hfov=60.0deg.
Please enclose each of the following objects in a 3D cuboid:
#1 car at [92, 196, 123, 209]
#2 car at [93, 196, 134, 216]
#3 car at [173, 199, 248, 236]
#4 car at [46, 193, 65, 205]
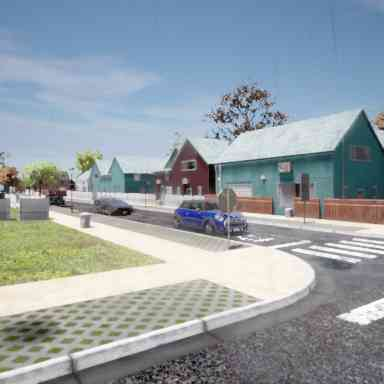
[{"bbox_3d":[-9.679,1.145,37.837,1.895,1.301,4.718,-1,1,-35],"label":"car"},{"bbox_3d":[-6.945,1.236,28.922,2.033,1.411,5.357,-1,1,-35],"label":"car"},{"bbox_3d":[0.879,1.210,17.904,2.097,1.767,4.553,-1,1,-35],"label":"car"},{"bbox_3d":[-18.969,0.957,45.947,1.837,1.490,4.892,-1,1,-35],"label":"car"}]
